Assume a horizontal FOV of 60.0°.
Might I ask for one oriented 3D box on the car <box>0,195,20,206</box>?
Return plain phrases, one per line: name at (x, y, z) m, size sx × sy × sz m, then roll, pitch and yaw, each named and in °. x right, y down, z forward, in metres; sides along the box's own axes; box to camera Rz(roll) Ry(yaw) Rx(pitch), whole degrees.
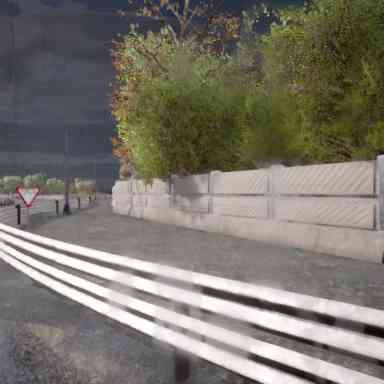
car at (-28.254, 1.488, 50.248) m, size 2.033 × 1.411 × 5.357 m, roll 0°, pitch 0°, yaw -14°
